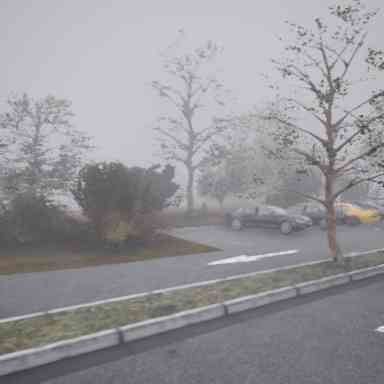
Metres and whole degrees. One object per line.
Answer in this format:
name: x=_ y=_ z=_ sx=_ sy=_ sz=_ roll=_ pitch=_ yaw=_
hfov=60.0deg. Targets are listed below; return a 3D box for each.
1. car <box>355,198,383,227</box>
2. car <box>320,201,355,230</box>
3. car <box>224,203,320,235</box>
car: x=9.607 y=1.412 z=22.399 sx=5.366 sy=1.575 sz=1.946 roll=-1 pitch=0 yaw=36
car: x=6.950 y=1.425 z=20.393 sx=4.892 sy=1.521 sz=2.231 roll=-1 pitch=0 yaw=36
car: x=4.129 y=1.434 z=18.505 sx=4.892 sy=1.521 sz=2.231 roll=-1 pitch=-1 yaw=36
